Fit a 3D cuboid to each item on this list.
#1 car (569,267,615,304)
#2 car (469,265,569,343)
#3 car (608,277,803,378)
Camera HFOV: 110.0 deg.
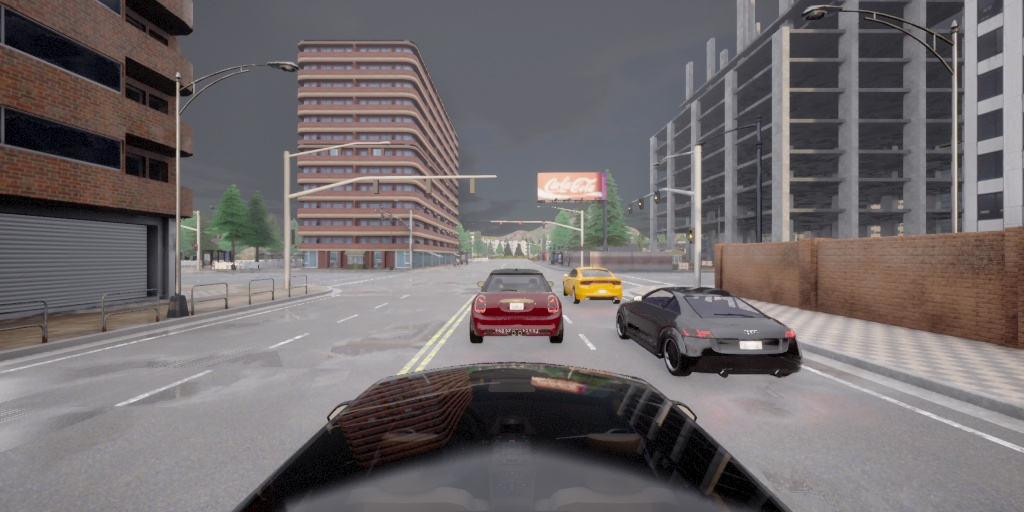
[{"bbox_3d":[3.498,1.228,16.343,1.882,1.535,5.008,0,0,0],"label":"car"},{"bbox_3d":[0.100,1.102,9.814,2.097,1.767,4.553,0,0,0],"label":"car"},{"bbox_3d":[3.598,1.314,7.410,1.994,1.385,4.181,0,0,0],"label":"car"}]
